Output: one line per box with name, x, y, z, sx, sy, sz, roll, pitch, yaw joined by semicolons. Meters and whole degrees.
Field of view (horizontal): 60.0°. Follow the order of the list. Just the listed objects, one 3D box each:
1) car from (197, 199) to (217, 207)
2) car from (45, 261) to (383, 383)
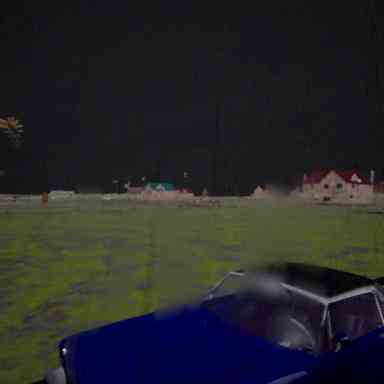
car;2.938;2.148;65.460;1.882;1.535;5.008;2;-2;-36
car;0.976;1.606;3.768;4.718;1.301;1.895;0;0;-36
